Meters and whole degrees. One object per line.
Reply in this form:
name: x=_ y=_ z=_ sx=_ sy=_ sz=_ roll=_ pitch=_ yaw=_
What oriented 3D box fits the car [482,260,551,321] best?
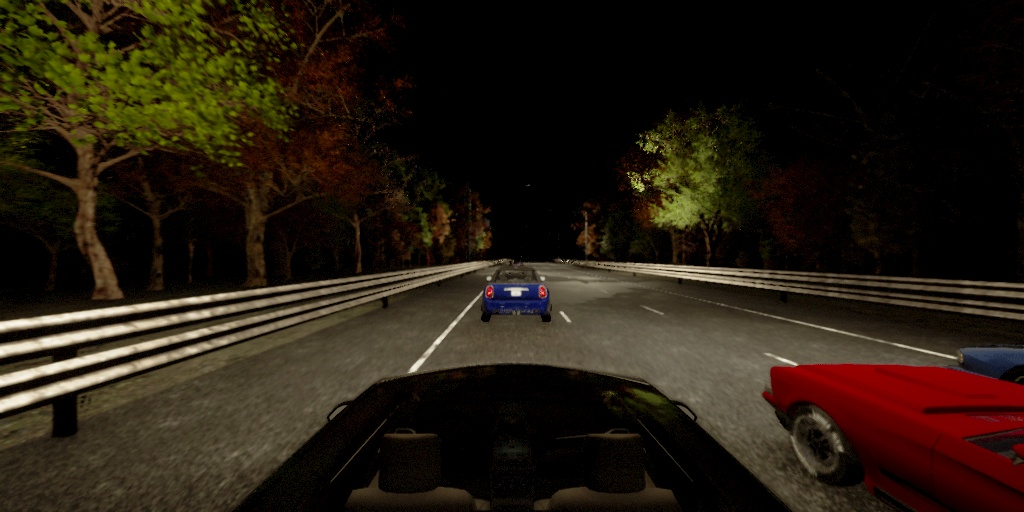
car: x=0.134 y=1.135 z=12.703 sx=2.097 sy=1.767 sz=4.553 roll=0 pitch=0 yaw=0

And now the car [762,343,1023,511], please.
car: x=3.603 y=1.352 z=1.669 sx=1.895 sy=1.301 sz=4.718 roll=0 pitch=0 yaw=0

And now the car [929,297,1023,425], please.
car: x=7.102 y=1.303 z=2.550 sx=2.033 sy=1.411 sz=5.357 roll=0 pitch=0 yaw=0

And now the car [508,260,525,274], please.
car: x=0.549 y=1.315 z=45.419 sx=2.033 sy=1.649 sz=4.856 roll=0 pitch=0 yaw=1
